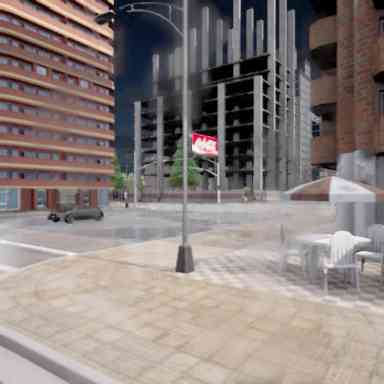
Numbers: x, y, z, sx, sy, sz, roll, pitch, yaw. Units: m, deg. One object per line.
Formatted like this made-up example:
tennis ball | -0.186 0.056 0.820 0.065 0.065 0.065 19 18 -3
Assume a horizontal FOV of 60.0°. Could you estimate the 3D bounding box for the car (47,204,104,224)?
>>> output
car | -8.904 1.620 25.735 1.994 1.385 4.181 0 0 36
